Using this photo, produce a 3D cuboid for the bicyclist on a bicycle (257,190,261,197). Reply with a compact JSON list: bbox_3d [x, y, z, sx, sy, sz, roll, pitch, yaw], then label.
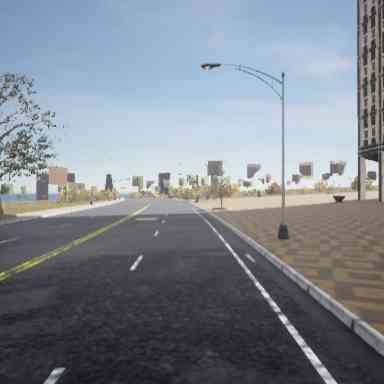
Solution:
[{"bbox_3d":[14.315,0.379,71.235,0.582,1.620,1.656,-2,-1,-6],"label":"bicyclist on a bicycle"}]
